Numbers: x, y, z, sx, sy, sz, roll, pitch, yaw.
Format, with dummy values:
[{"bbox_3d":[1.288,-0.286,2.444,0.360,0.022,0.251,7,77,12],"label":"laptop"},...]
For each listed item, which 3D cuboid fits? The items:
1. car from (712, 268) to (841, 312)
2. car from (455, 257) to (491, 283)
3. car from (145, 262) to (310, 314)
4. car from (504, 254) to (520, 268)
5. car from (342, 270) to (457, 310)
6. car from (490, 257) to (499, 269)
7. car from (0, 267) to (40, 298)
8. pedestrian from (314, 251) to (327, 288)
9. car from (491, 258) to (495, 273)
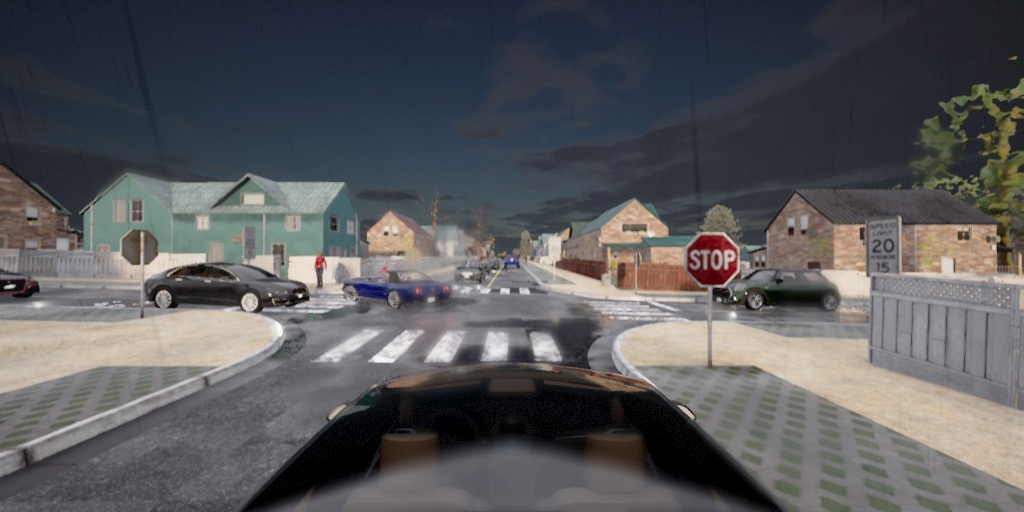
[{"bbox_3d":[10.977,1.305,15.160,4.553,1.767,2.097,1,0,-1],"label":"car"},{"bbox_3d":[-2.902,1.079,25.672,2.128,1.511,4.902,0,0,0],"label":"car"},{"bbox_3d":[-9.192,0.977,11.742,4.892,1.490,1.837,1,0,6],"label":"car"},{"bbox_3d":[-0.021,0.675,52.546,2.150,2.045,5.566,0,0,0],"label":"car"},{"bbox_3d":[-4.570,1.192,13.789,4.718,1.301,1.895,1,-1,37],"label":"car"},{"bbox_3d":[-2.944,0.989,45.094,1.837,1.490,4.892,0,0,0],"label":"car"},{"bbox_3d":[-19.049,0.819,12.165,4.181,1.385,1.994,1,0,-1],"label":"car"},{"bbox_3d":[-9.666,0.655,18.056,0.375,1.860,0.375,0,-2,0],"label":"pedestrian"},{"bbox_3d":[-2.922,1.136,34.974,1.895,1.301,4.718,0,0,0],"label":"car"}]
